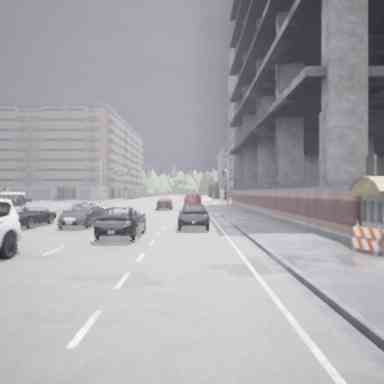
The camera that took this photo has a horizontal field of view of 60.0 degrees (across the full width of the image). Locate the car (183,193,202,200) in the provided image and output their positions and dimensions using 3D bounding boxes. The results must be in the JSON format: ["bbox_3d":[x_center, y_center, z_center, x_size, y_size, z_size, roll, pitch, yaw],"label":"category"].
[{"bbox_3d":[0.087,1.191,40.842,2.150,2.045,5.566,0,0,0],"label":"car"}]

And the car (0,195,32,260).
[{"bbox_3d":[-7.077,1.215,9.537,2.150,2.045,5.566,0,0,0],"label":"car"}]

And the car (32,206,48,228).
[{"bbox_3d":[-10.499,1.592,21.424,1.895,1.301,4.718,0,0,0],"label":"car"}]

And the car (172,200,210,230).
[{"bbox_3d":[0.101,1.477,20.693,2.128,1.511,4.902,0,0,0],"label":"car"}]

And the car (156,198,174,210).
[{"bbox_3d":[-3.396,1.447,42.004,1.882,1.535,5.008,0,0,0],"label":"car"}]

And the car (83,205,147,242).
[{"bbox_3d":[-3.399,1.480,16.394,2.128,1.511,4.902,0,0,0],"label":"car"}]

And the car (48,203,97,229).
[{"bbox_3d":[-6.999,1.483,21.390,2.128,1.511,4.902,0,0,0],"label":"car"}]
